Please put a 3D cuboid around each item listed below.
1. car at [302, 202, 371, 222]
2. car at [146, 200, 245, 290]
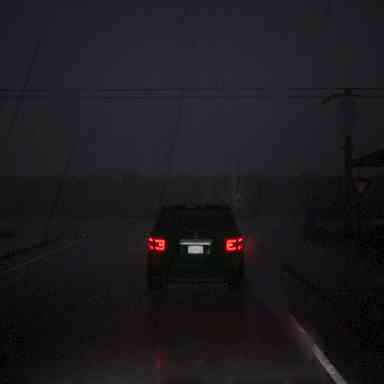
[{"bbox_3d":[11.159,1.504,25.825,5.008,1.535,1.882,0,0,1],"label":"car"},{"bbox_3d":[0.092,1.221,9.194,2.150,2.045,5.566,0,0,0],"label":"car"}]
